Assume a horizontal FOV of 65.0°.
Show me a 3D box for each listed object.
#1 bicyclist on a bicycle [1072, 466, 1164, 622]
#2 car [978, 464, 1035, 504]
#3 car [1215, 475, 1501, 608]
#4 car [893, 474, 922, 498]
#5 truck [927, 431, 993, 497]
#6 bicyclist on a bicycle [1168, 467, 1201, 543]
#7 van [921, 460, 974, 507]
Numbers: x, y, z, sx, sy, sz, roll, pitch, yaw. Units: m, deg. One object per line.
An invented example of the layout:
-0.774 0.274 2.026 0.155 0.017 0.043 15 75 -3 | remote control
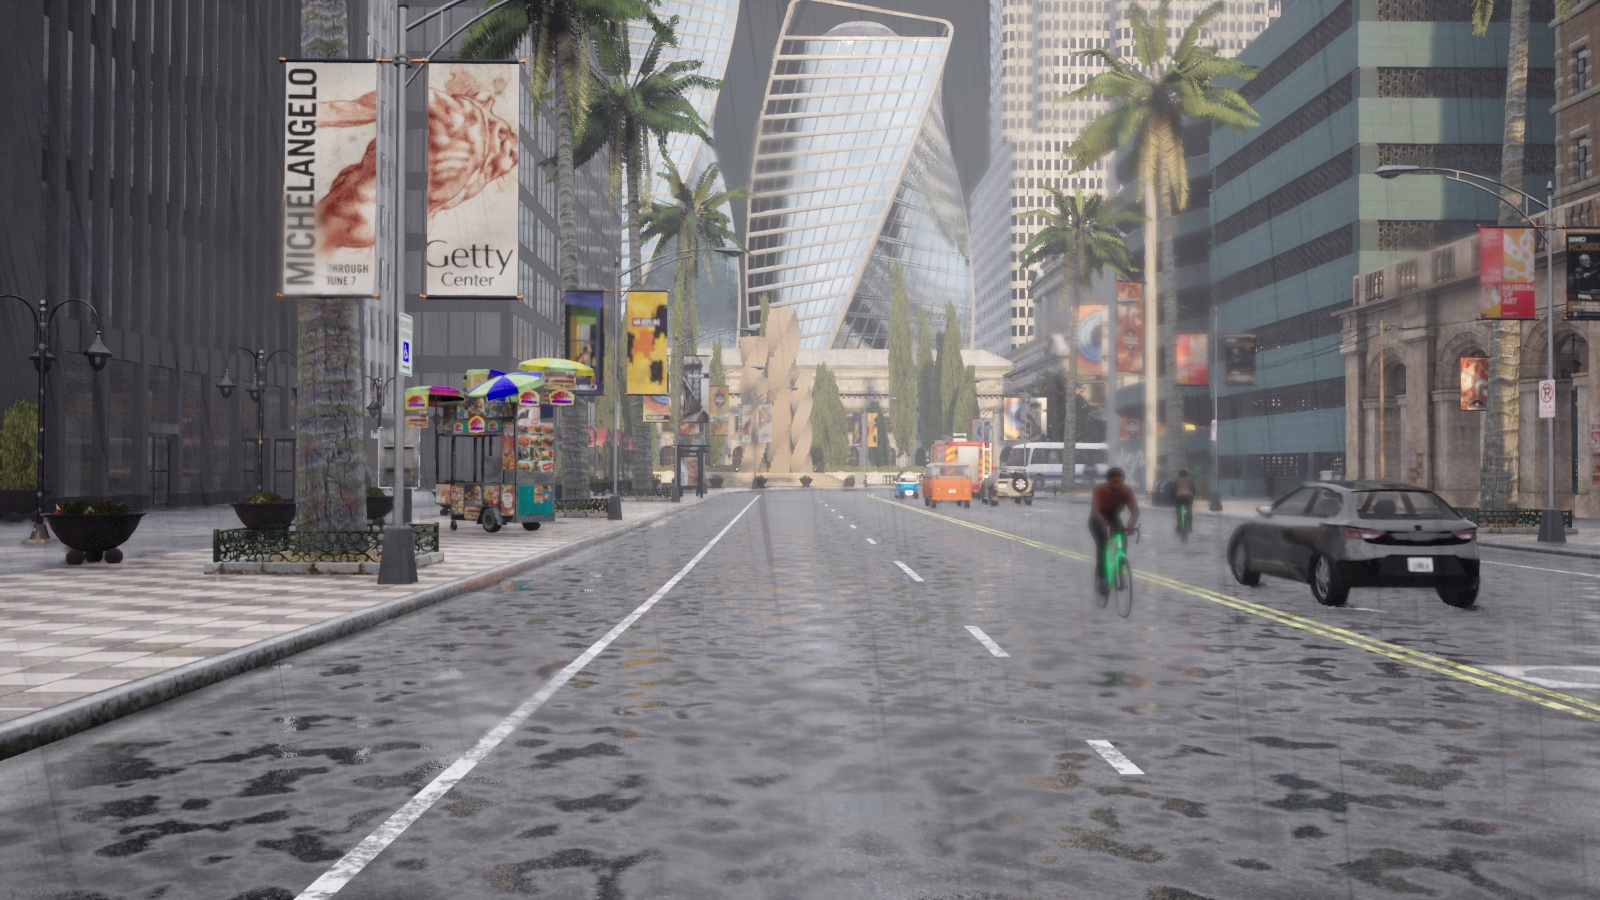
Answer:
3.481 0.986 13.878 0.582 1.620 1.656 0 -1 0 | bicyclist on a bicycle
9.927 1.607 60.596 1.932 1.855 4.605 0 -1 -1 | car
6.981 1.072 16.255 1.816 1.474 4.193 0 -1 0 | car
6.260 2.071 73.222 1.481 1.376 2.207 0 -1 -1 | car
9.732 0.906 77.298 2.891 3.827 8.468 0 -1 0 | truck
8.501 1.199 27.797 0.582 1.620 1.656 0 -1 13 | bicyclist on a bicycle
6.490 1.476 55.805 1.775 1.987 4.442 0 -1 -1 | van
